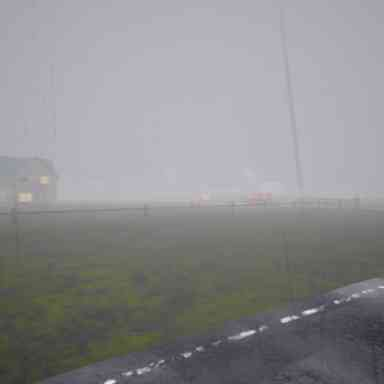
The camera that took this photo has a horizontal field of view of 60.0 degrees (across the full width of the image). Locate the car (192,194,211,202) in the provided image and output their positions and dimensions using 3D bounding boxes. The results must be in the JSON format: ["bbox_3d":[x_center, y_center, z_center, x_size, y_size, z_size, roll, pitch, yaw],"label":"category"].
[{"bbox_3d":[2.002,1.254,72.064,1.882,1.535,5.008,1,-1,-41],"label":"car"}]

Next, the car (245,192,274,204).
[{"bbox_3d":[12.176,1.109,60.032,2.150,2.045,5.566,1,-1,-39],"label":"car"}]
